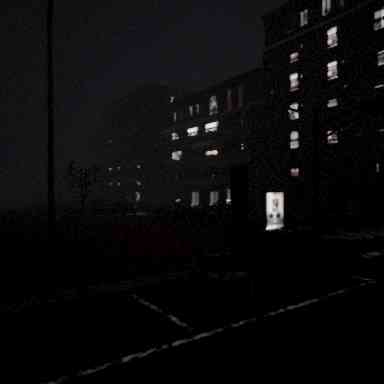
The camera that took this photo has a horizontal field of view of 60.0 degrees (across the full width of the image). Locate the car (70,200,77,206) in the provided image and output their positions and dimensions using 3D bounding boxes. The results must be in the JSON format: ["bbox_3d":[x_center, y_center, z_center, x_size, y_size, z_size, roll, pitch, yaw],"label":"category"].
[{"bbox_3d":[-28.030,2.746,82.409,1.947,1.339,4.313,-2,0,-36],"label":"car"}]

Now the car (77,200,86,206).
[{"bbox_3d":[-24.768,2.538,77.898,1.967,1.590,4.097,-2,0,-36],"label":"car"}]

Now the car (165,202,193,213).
[{"bbox_3d":[-1.843,2.107,46.365,1.802,1.307,4.206,-2,0,-36],"label":"car"}]

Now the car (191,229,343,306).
[{"bbox_3d":[1.937,1.584,7.948,4.206,1.307,1.802,0,0,-35],"label":"car"}]

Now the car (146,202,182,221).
[{"bbox_3d":[-2.270,1.976,32.305,2.008,1.369,4.403,-2,0,-36],"label":"car"}]

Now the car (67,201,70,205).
[{"bbox_3d":[-31.296,2.808,86.920,1.887,1.381,4.507,-2,0,-36],"label":"car"}]

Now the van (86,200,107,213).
[{"bbox_3d":[-13.268,2.042,47.667,1.690,1.788,3.998,-2,0,-36],"label":"van"}]

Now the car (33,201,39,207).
[{"bbox_3d":[-38.085,2.869,82.007,1.887,1.381,4.507,-2,0,-36],"label":"car"}]

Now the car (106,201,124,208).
[{"bbox_3d":[-14.968,2.435,64.363,1.802,1.307,4.206,-2,0,-36],"label":"car"}]

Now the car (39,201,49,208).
[{"bbox_3d":[-31.554,2.710,72.985,2.008,1.369,4.403,-2,0,-36],"label":"car"}]

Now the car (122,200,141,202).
[{"bbox_3d":[-9.626,1.995,47.179,2.097,1.767,4.553,-1,0,-36],"label":"car"}]

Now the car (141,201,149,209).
[{"bbox_3d":[-8.437,2.129,55.343,1.967,1.590,4.097,-2,0,-36],"label":"car"}]

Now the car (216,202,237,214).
[{"bbox_3d":[3.414,1.835,39.182,1.967,1.590,4.097,-2,0,-36],"label":"car"}]

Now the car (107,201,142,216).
[{"bbox_3d":[-8.348,2.122,40.780,1.887,1.381,4.507,-2,0,-36],"label":"car"}]

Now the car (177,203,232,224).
[{"bbox_3d":[0.996,1.895,27.794,2.008,1.369,4.403,-2,0,-36],"label":"car"}]
